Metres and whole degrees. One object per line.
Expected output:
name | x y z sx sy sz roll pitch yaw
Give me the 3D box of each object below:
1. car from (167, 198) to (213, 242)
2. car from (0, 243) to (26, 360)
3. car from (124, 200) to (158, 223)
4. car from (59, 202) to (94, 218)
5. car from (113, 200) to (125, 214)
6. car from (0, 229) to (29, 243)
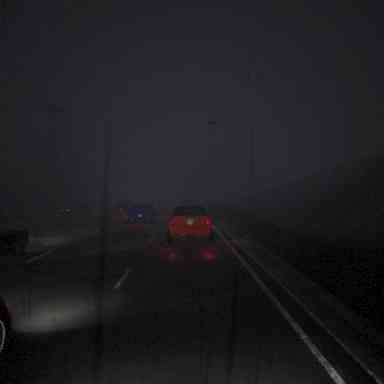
car | -0.124 1.378 16.801 2.097 1.767 4.553 0 0 -1
car | -3.411 1.538 2.714 1.812 1.442 4.674 0 0 0
car | -3.803 1.528 26.338 1.882 1.535 5.008 0 0 -1
car | -10.924 1.624 31.675 2.033 1.411 5.357 0 0 -1
car | -7.532 1.602 37.235 1.812 1.442 4.674 0 0 -1
car | -6.974 1.634 10.326 1.895 1.301 4.718 0 0 -1
